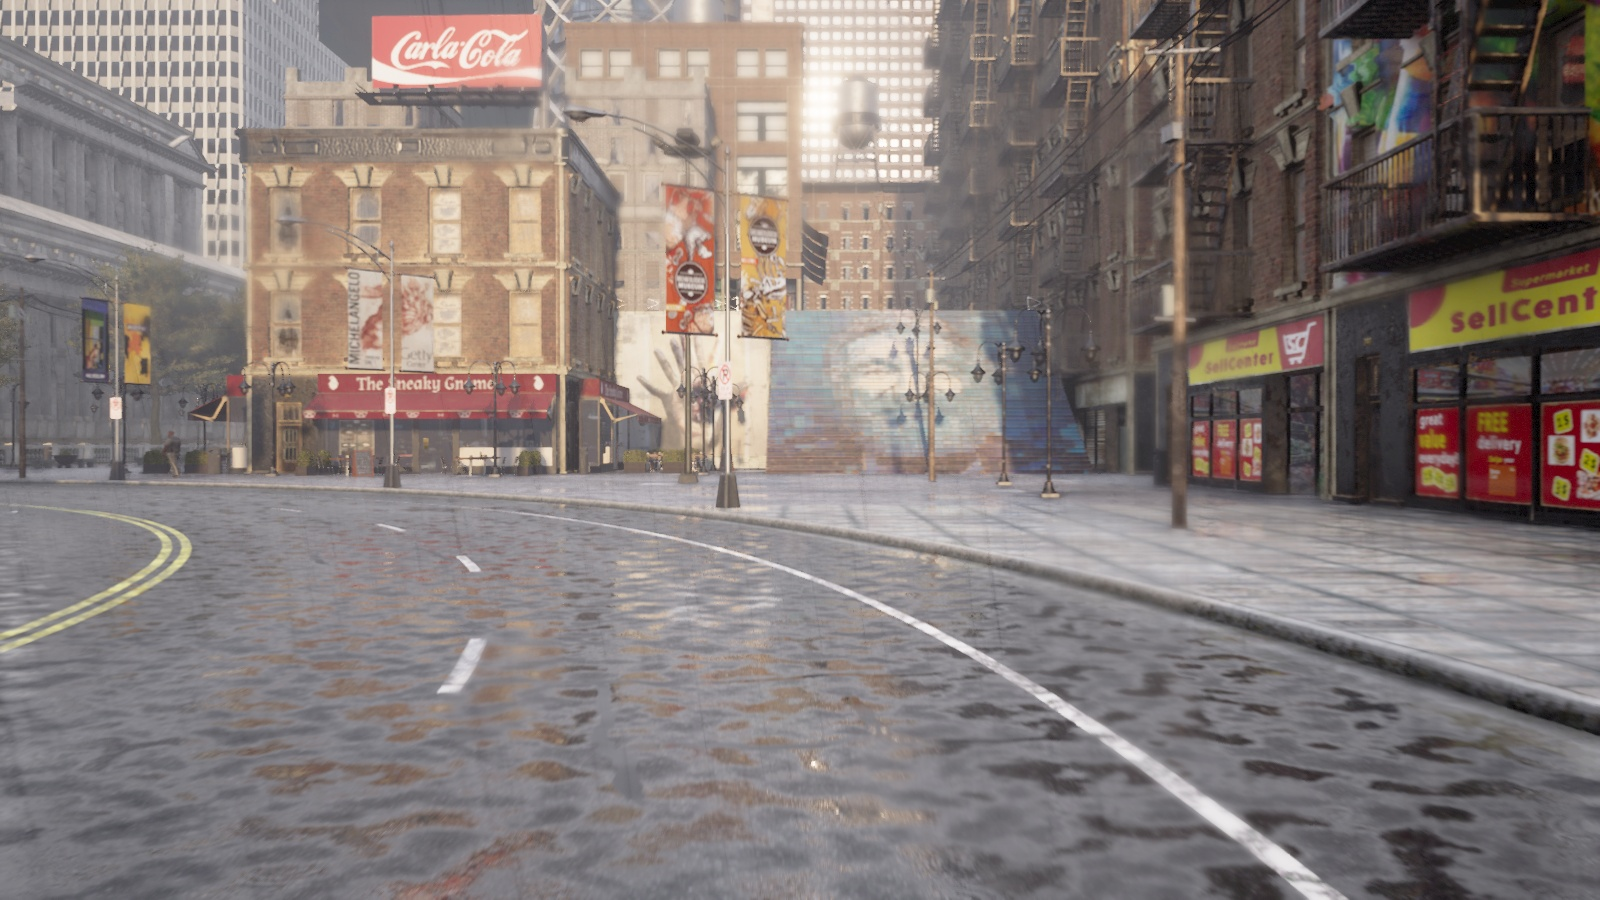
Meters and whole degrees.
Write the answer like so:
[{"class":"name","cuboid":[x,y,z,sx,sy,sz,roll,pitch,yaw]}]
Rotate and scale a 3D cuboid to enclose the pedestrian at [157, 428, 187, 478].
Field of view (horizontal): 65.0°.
[{"class":"pedestrian","cuboid":[-24.027,0.118,48.061,0.849,1.883,0.563,0,0,17]}]
